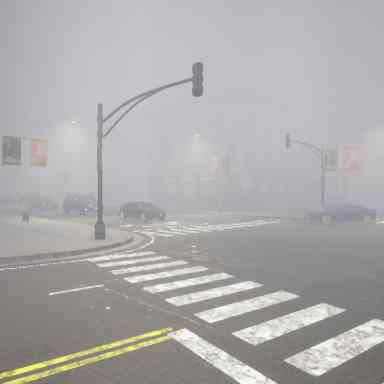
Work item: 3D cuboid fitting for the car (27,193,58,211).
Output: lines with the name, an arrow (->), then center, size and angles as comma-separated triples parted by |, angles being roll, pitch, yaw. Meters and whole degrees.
car -> -18.109, 1.333, 40.569 | 2.097, 1.767, 4.553 | 0, 0, -45

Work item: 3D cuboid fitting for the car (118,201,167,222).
car -> -4.013, 1.495, 26.412 | 1.837, 1.490, 4.892 | 0, 0, -44

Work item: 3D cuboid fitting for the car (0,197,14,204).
car -> -33.616, 1.532, 61.001 | 1.994, 1.385, 4.181 | 0, 0, -45

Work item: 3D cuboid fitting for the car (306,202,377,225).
car -> 10.690, 1.484, 23.936 | 5.008, 1.535, 1.882 | 0, 1, -10

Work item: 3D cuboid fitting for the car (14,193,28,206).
car -> -26.039, 1.199, 53.402 | 5.566, 2.045, 2.150 | 0, 0, 45

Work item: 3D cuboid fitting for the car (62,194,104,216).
car -> -11.021, 1.208, 33.446 | 2.150, 2.045, 5.566 | 0, 0, -45
